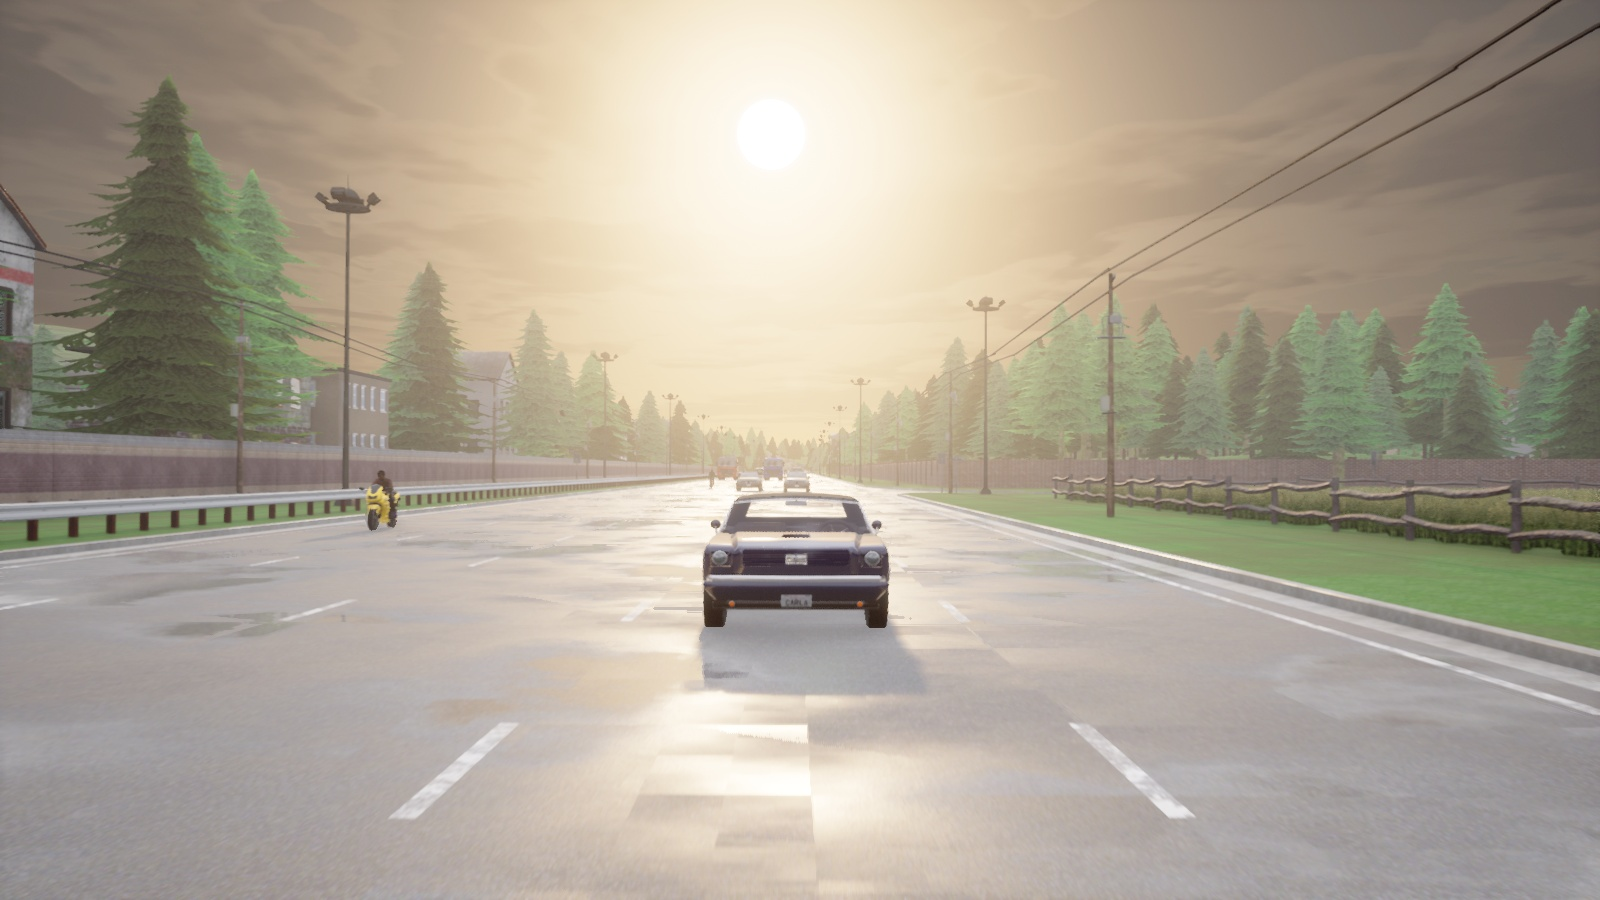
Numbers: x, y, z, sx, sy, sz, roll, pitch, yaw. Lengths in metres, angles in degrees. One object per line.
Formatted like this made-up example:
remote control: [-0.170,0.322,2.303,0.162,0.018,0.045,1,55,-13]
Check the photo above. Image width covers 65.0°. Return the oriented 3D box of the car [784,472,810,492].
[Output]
car: [-0.216,2.285,90.467,1.812,1.442,4.674,0,-1,0]

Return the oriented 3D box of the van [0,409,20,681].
van: [-7.019,0.683,7.392,2.069,2.038,4.480,0,-1,0]

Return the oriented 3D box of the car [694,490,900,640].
car: [-0.033,1.137,13.978,1.895,1.301,4.718,0,-1,0]

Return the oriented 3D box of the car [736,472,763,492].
car: [-3.722,2.343,93.229,1.812,1.442,4.674,0,-1,0]

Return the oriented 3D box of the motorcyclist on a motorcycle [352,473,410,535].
motorcyclist on a motorcycle: [-10.576,1.346,31.771,0.797,1.523,2.044,0,-1,0]
